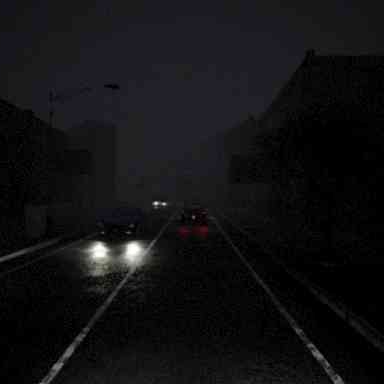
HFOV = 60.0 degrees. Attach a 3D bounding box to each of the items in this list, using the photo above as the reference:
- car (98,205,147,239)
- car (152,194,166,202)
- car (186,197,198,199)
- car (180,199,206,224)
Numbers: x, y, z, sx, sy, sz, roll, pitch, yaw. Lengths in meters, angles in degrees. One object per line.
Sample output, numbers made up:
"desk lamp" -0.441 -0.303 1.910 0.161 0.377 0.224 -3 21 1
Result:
"car" -3.595 1.518 18.004 1.882 1.535 5.008 0 0 0
"car" -6.020 1.030 59.934 1.895 1.301 4.718 1 1 -16
"car" -0.007 1.328 41.890 2.128 1.511 4.902 0 1 -2
"car" 0.102 1.535 25.197 1.812 1.442 4.674 0 0 0
